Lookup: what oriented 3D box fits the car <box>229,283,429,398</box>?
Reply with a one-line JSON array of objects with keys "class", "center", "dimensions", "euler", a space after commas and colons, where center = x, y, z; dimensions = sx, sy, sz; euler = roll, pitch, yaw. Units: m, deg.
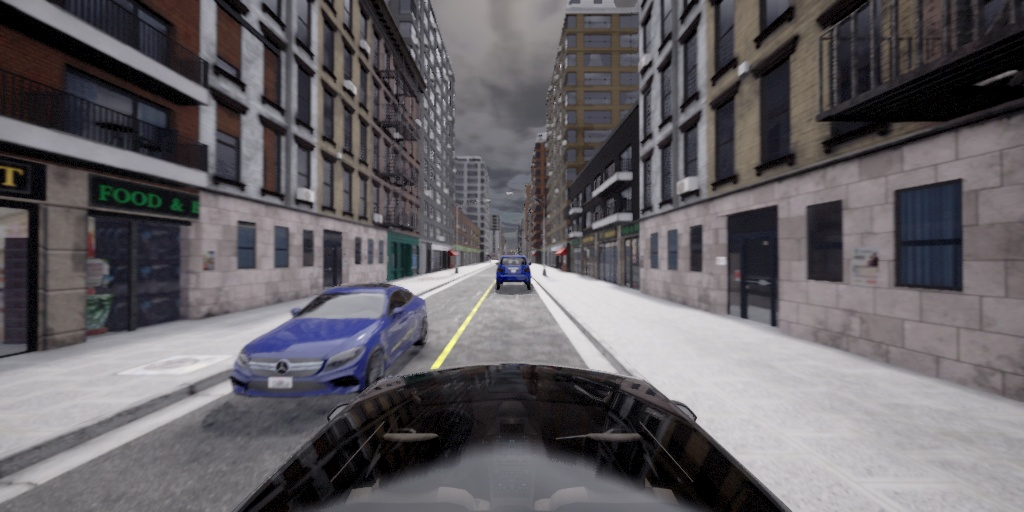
[{"class": "car", "center": [-2.839, 1.277, 6.732], "dimensions": [1.812, 1.442, 4.674], "euler": [0, 1, 0]}]

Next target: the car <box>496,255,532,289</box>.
[{"class": "car", "center": [0.112, 0.977, 23.452], "dimensions": [2.150, 2.045, 5.566], "euler": [0, 0, 0]}]
